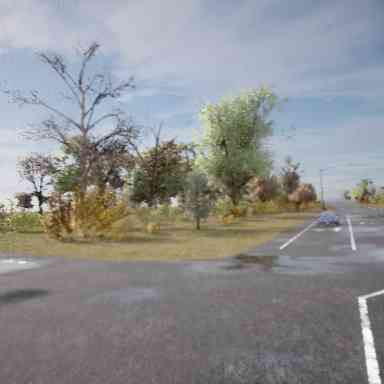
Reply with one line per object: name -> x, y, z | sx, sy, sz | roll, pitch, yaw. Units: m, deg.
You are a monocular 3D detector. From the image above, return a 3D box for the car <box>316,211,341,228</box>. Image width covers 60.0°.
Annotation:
car -> 12.855, 2.493, 31.346 | 1.812, 1.442, 4.674 | -4, -3, 24
